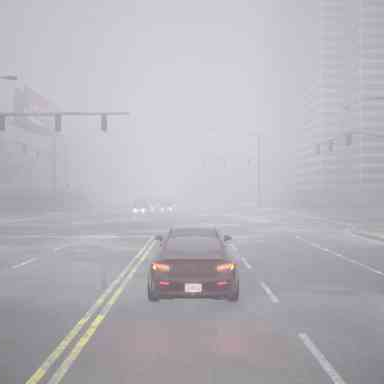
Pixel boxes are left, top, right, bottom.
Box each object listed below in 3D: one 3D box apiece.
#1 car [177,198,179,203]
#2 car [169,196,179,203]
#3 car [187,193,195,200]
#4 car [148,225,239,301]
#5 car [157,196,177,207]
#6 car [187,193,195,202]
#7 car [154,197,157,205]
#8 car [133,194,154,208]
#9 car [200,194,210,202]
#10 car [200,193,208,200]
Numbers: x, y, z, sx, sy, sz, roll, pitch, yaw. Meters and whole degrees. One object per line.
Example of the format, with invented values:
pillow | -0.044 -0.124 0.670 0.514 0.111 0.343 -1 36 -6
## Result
car | -3.823 1.525 59.796 1.812 1.442 4.674 0 0 0
car | -3.790 1.552 69.805 1.994 1.385 4.181 0 0 0
car | -0.368 1.184 88.252 2.097 1.767 4.553 0 0 0
car | 0.031 1.526 8.170 1.812 1.442 4.674 0 0 0
car | -3.805 1.564 51.019 1.994 1.385 4.181 0 0 0
car | -0.326 1.584 78.347 1.895 1.301 4.718 0 0 0
car | -7.322 1.601 57.682 1.895 1.301 4.718 0 0 0
car | -7.297 1.491 48.411 2.128 1.511 4.902 0 0 0
car | 3.175 1.515 77.979 2.128 1.511 4.902 0 0 0
car | 3.132 1.184 88.267 2.097 1.767 4.553 0 0 0
